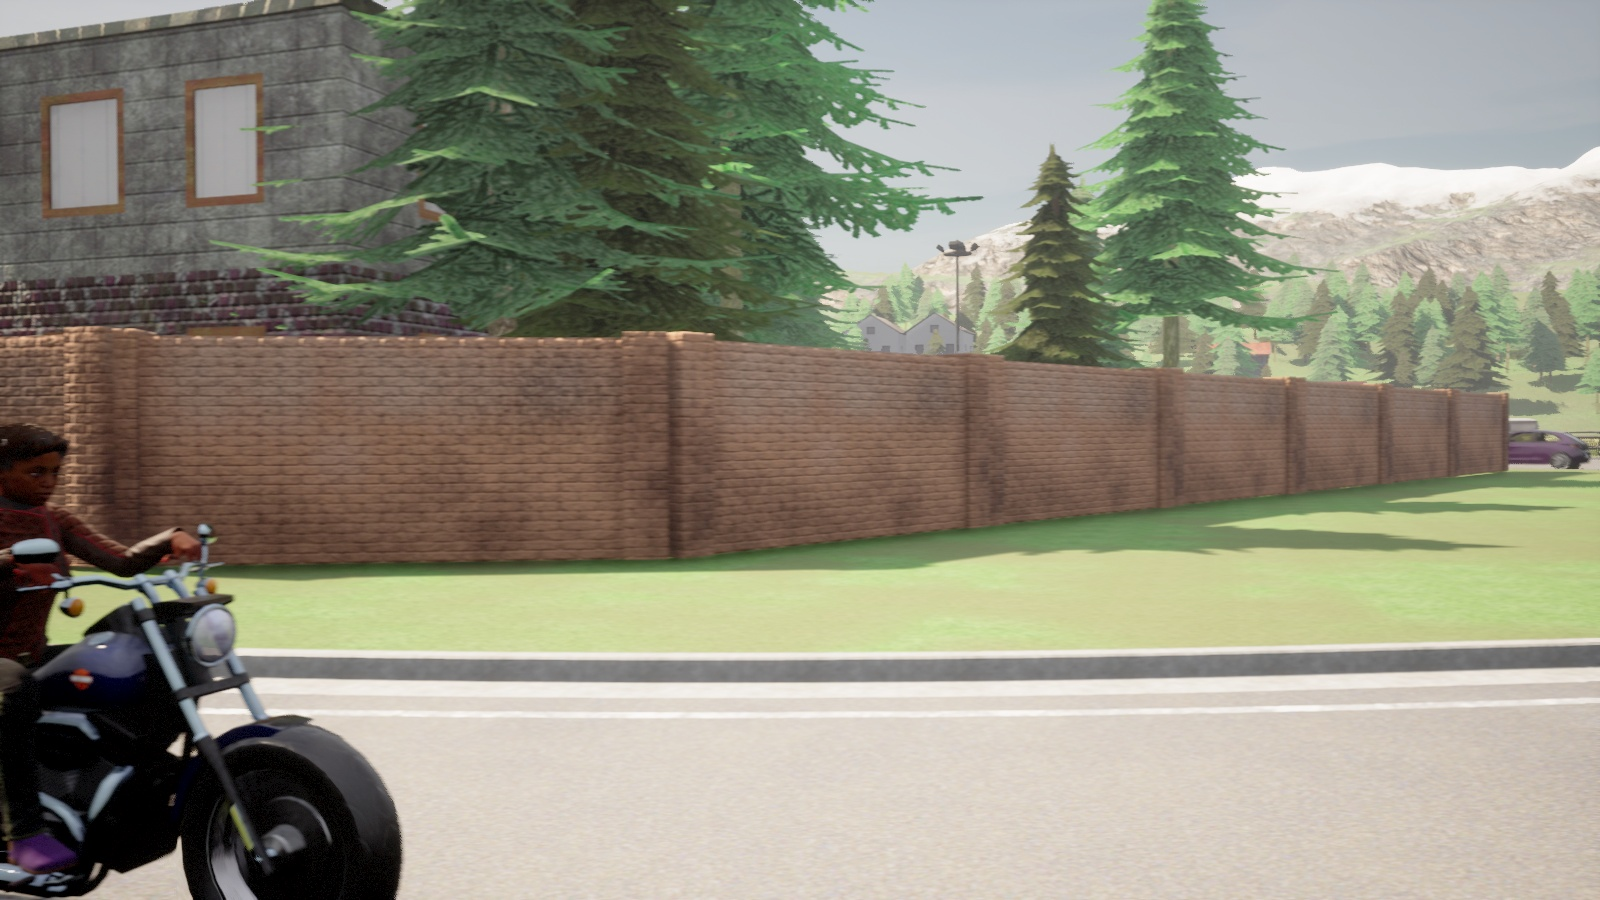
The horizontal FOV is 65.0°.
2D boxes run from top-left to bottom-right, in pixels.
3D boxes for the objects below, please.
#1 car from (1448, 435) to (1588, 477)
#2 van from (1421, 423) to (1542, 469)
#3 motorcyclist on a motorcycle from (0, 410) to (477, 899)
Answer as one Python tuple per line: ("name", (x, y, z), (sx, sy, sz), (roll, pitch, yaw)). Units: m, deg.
("car", (26.515, 0.196, 46.466), (4.193, 1.474, 1.816), (1, 1, 43))
("van", (30.057, -0.196, 55.489), (4.442, 1.987, 1.775), (1, 1, 19))
("motorcyclist on a motorcycle", (-2.251, 0.705, 3.949), (2.350, 1.649, 0.766), (1, 1, 19))
